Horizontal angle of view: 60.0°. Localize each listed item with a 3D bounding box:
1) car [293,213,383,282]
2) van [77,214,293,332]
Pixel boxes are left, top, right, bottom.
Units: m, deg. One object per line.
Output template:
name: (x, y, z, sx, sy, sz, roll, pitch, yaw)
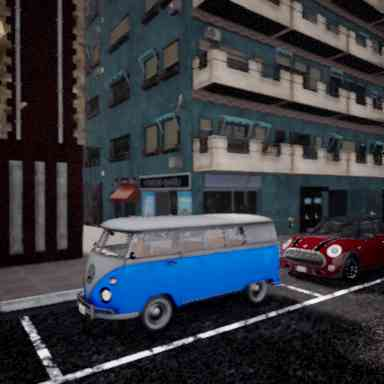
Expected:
car: (4.451, 1.470, 9.746, 4.097, 1.590, 1.967, 0, -1, -35)
van: (-0.046, 1.353, 6.539, 3.998, 1.788, 1.690, 0, -1, -35)
